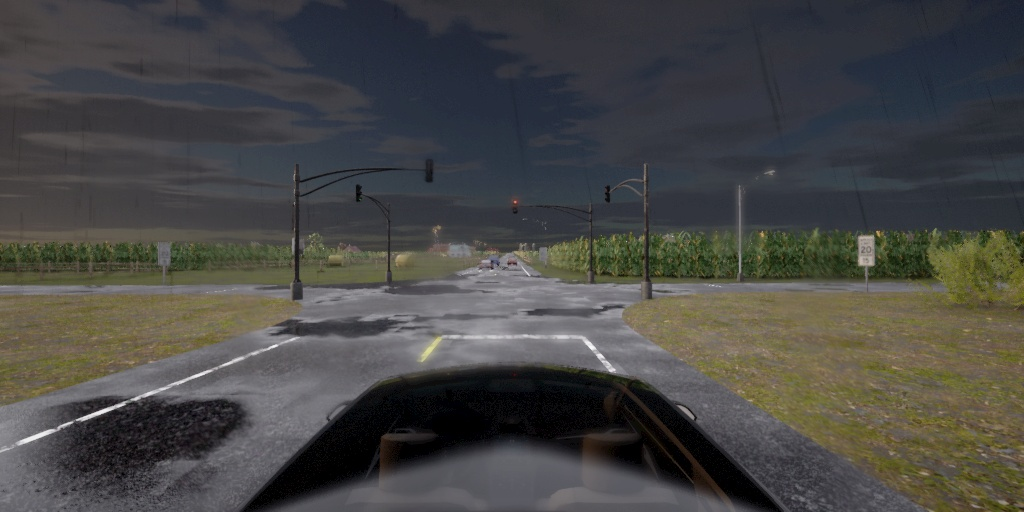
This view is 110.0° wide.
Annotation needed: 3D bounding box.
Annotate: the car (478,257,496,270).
[{"bbox_3d":[-3.598,1.232,50.040,1.812,1.442,4.674,0,0,0],"label":"car"}]
